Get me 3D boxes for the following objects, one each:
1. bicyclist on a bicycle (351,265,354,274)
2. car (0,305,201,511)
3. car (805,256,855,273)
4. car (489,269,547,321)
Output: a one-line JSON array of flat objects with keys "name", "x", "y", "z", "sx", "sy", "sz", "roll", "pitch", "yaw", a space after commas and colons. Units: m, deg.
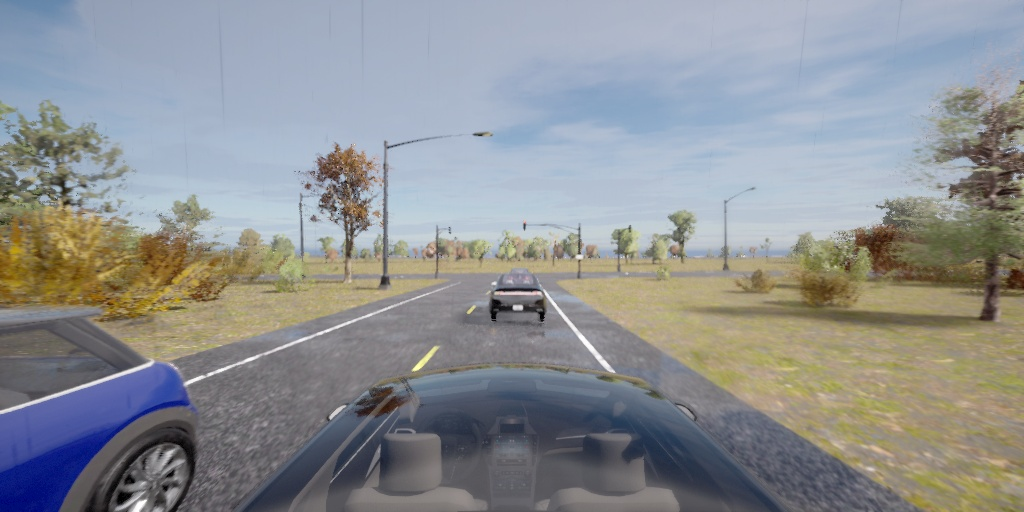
[{"name": "bicyclist on a bicycle", "x": -25.059, "y": 2.019, "z": 55.843, "sx": 0.582, "sy": 1.620, "sz": 1.656, "roll": -1, "pitch": -1, "yaw": 5}, {"name": "car", "x": -3.577, "y": 1.091, "z": 0.944, "sx": 2.097, "sy": 1.767, "sz": 4.553, "roll": 0, "pitch": -1, "yaw": 0}, {"name": "car", "x": 40.348, "y": 1.036, "z": 45.782, "sx": 5.566, "sy": 2.045, "sz": 2.150, "roll": -1, "pitch": 1, "yaw": 6}, {"name": "car", "x": 0.222, "y": 1.387, "z": 13.248, "sx": 2.128, "sy": 1.511, "sz": 4.902, "roll": 0, "pitch": -1, "yaw": 1}]
